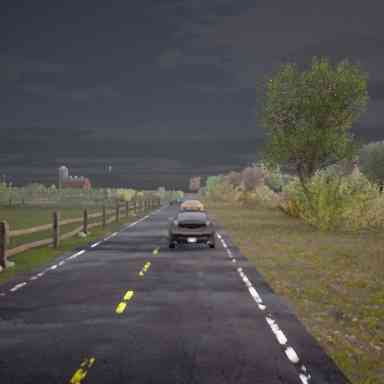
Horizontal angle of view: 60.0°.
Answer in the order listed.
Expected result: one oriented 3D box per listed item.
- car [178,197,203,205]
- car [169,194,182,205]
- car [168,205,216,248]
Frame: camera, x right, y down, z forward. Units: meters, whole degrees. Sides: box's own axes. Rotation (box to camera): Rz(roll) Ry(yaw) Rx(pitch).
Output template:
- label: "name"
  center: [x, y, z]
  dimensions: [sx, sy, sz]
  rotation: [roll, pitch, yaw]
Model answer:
- label: "car"
  center: [0.000, 1.501, 29.653]
  dimensions: [1.882, 1.535, 5.008]
  rotation: [0, 0, 0]
- label: "car"
  center: [-2.750, 1.390, 58.579]
  dimensions: [2.150, 2.045, 5.566]
  rotation: [0, 0, 0]
- label: "car"
  center: [0.000, 1.518, 14.652]
  dimensions: [1.837, 1.490, 4.892]
  rotation: [0, 0, 0]
